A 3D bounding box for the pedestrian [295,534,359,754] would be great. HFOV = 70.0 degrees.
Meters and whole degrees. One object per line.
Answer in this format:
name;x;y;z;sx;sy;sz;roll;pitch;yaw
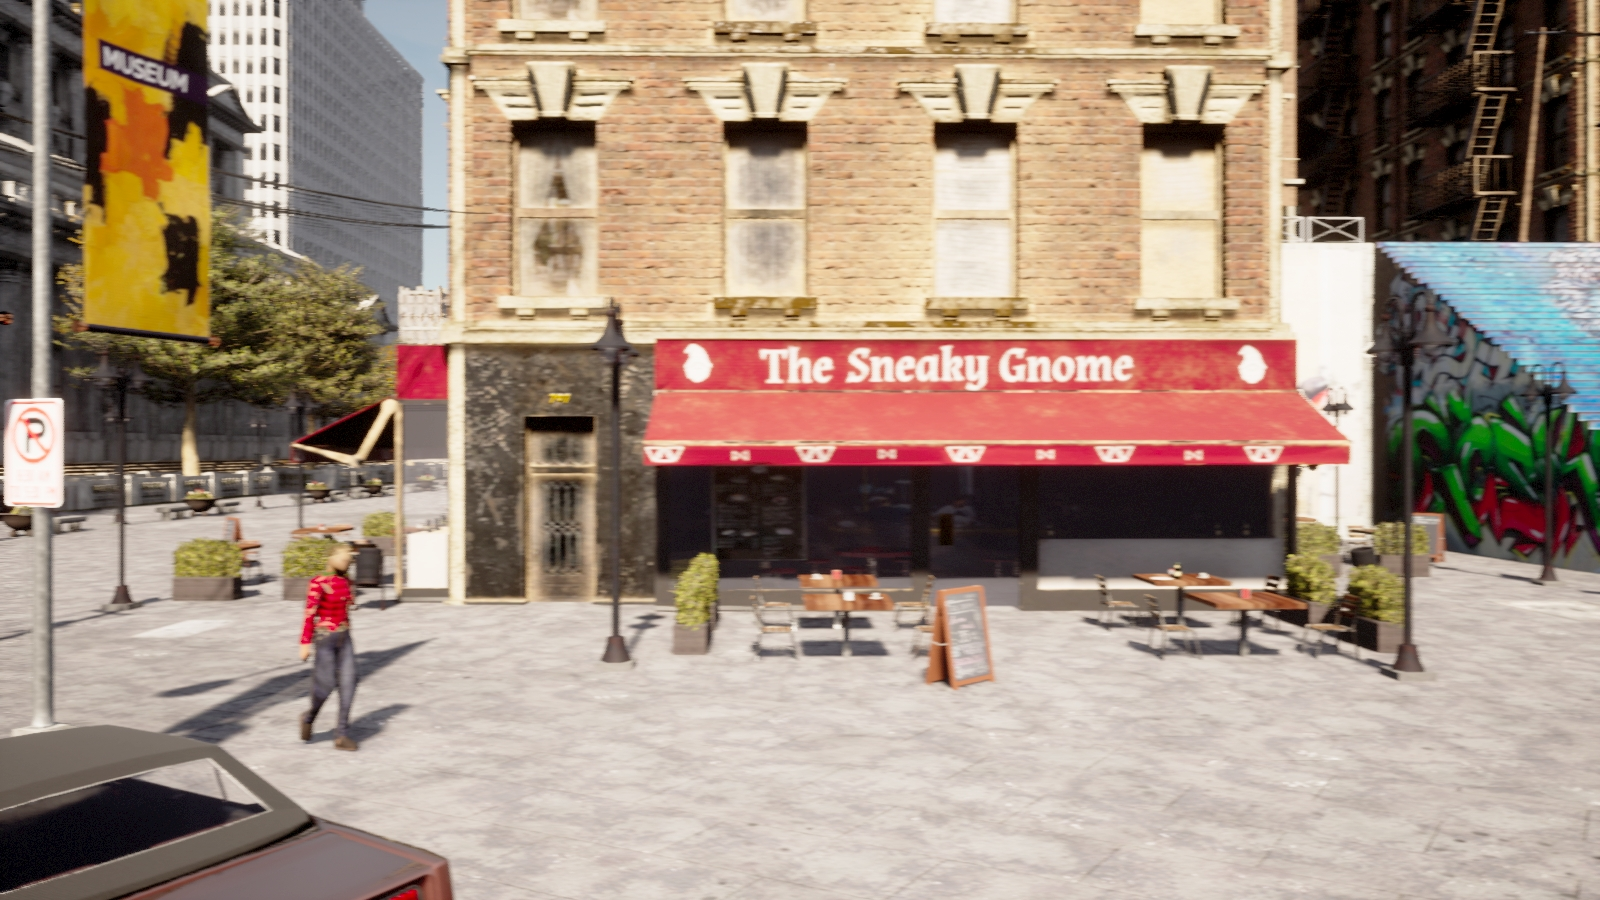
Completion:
pedestrian;-4.187;1.692;10.121;0.375;1.860;0.375;0;0;27
